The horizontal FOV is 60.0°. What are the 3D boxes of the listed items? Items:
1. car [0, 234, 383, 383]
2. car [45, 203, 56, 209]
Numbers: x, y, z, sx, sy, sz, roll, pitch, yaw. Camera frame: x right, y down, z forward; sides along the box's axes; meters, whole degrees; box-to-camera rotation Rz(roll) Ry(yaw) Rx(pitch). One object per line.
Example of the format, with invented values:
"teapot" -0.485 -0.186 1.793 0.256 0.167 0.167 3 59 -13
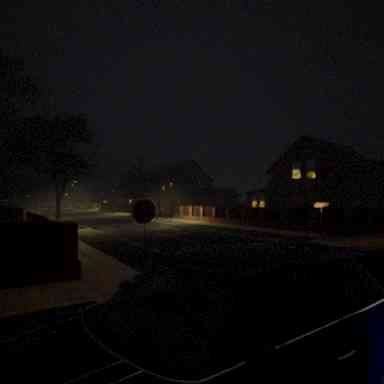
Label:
"car" 0.217 1.376 3.152 4.553 1.767 2.097 1 -1 -37
"car" -35.747 3.564 85.066 1.895 1.301 4.718 0 -1 -29
